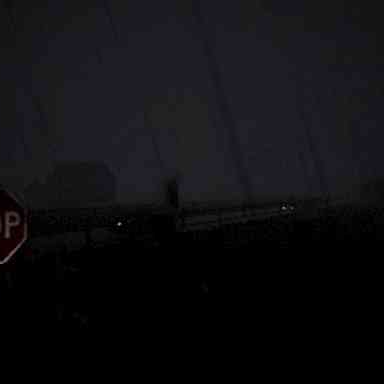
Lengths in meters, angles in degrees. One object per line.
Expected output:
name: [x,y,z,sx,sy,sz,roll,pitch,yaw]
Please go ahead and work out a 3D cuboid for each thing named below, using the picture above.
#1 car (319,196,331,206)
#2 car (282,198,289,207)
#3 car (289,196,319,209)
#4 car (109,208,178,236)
car: [20.654,1.376,52.536,1.812,1.442,4.674,-1,0,35]
car: [15.080,1.472,49.296,2.033,1.411,5.357,-1,0,35]
car: [14.850,1.425,44.030,1.812,1.442,4.674,-1,0,35]
car: [-2.642,1.595,18.757,1.994,1.385,4.181,-1,0,35]
